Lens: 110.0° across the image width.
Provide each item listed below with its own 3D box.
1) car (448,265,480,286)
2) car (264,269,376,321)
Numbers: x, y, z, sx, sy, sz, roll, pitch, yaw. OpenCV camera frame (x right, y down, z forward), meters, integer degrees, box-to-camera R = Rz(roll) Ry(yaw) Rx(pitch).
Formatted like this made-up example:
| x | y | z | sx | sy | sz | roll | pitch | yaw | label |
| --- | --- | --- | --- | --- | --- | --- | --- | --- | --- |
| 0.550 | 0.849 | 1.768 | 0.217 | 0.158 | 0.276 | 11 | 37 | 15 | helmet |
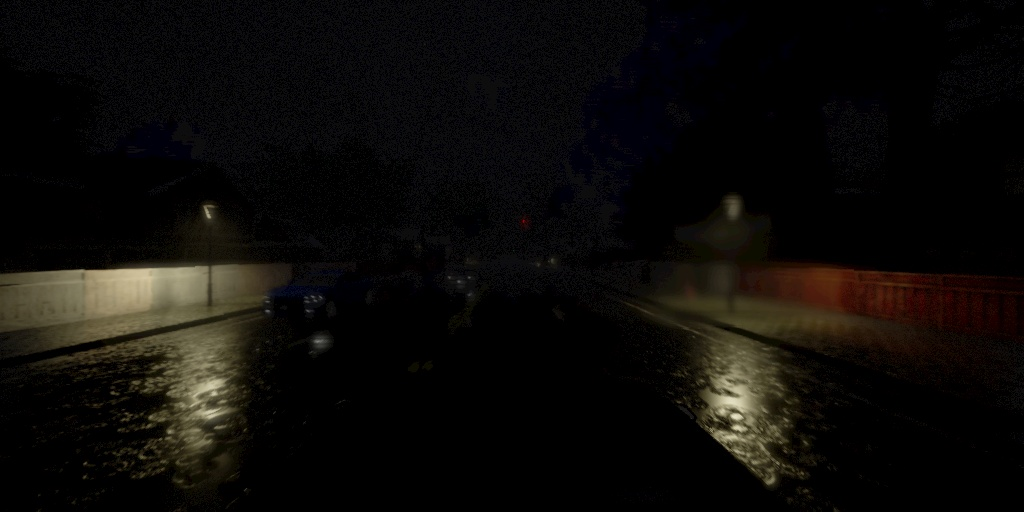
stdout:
| x | y | z | sx | sy | sz | roll | pitch | yaw | label |
| --- | --- | --- | --- | --- | --- | --- | --- | --- | --- |
| -3.351 | 1.374 | 26.206 | 2.033 | 1.411 | 5.357 | 0 | 0 | 0 | car |
| -6.603 | 1.263 | 12.909 | 1.882 | 1.535 | 5.008 | 0 | 0 | 0 | car |
